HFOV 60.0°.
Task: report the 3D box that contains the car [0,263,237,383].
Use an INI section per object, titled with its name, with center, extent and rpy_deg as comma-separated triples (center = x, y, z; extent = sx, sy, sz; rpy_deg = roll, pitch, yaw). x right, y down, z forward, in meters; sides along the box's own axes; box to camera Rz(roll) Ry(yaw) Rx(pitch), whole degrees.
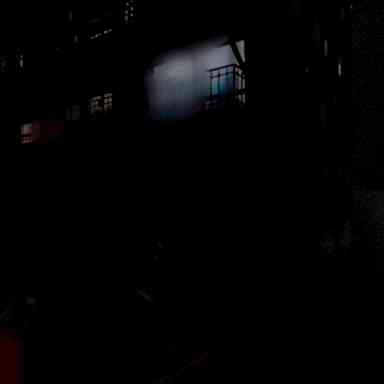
[car]
center = -1.657, 1.569, 4.052
extent = 4.507, 1.381, 1.887
rpy_deg = 0, 0, 35
